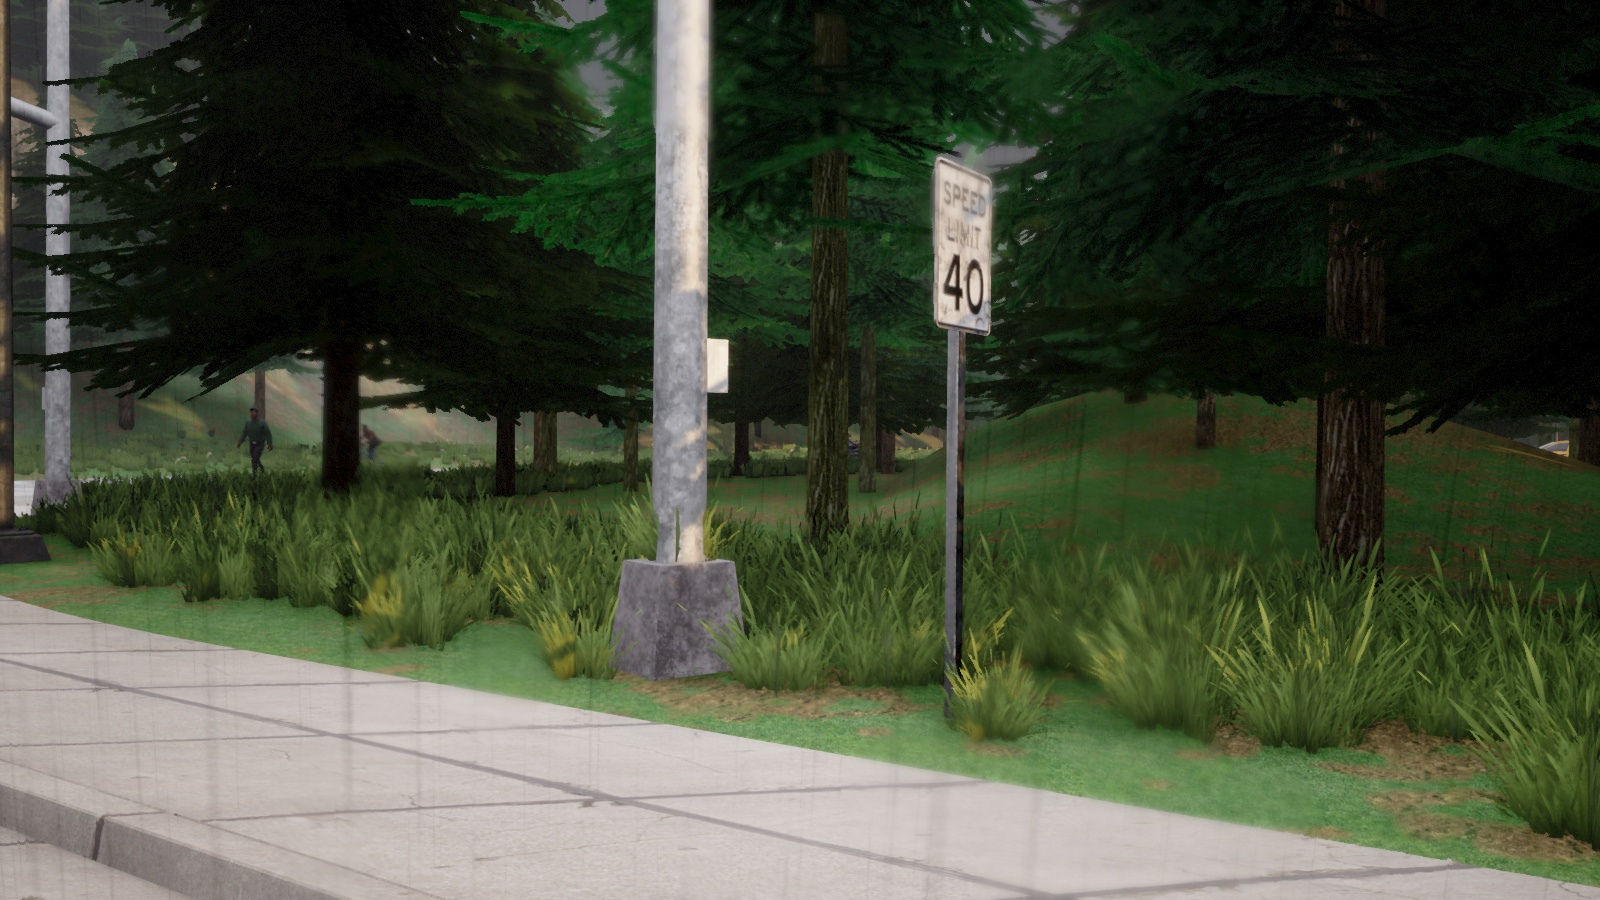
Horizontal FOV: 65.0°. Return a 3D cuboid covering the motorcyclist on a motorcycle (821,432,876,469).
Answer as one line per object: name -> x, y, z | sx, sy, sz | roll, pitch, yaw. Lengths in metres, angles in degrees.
motorcyclist on a motorcycle -> 2.075, 0.014, 53.745 | 2.191, 1.530, 0.866 | -1, 1, -27

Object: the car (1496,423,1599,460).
car -> 33.110, -0.368, 54.063 | 5.366, 1.575, 1.801 | 0, 1, 33

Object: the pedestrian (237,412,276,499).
pedestrian -> -12.396, 0.115, 28.647 | 0.423, 1.949, 0.788 | 0, 1, 10
